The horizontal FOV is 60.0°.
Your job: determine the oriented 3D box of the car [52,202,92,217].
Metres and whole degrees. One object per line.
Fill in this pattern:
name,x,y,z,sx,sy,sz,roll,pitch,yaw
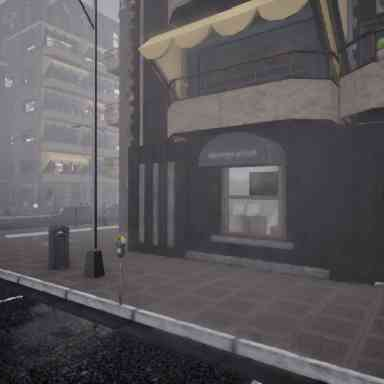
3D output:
car,-12.743,1.821,35.295,1.967,1.590,4.097,-1,-1,35

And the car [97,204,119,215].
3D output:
car,-9.459,2.064,39.919,1.802,1.307,4.206,-1,-1,35
